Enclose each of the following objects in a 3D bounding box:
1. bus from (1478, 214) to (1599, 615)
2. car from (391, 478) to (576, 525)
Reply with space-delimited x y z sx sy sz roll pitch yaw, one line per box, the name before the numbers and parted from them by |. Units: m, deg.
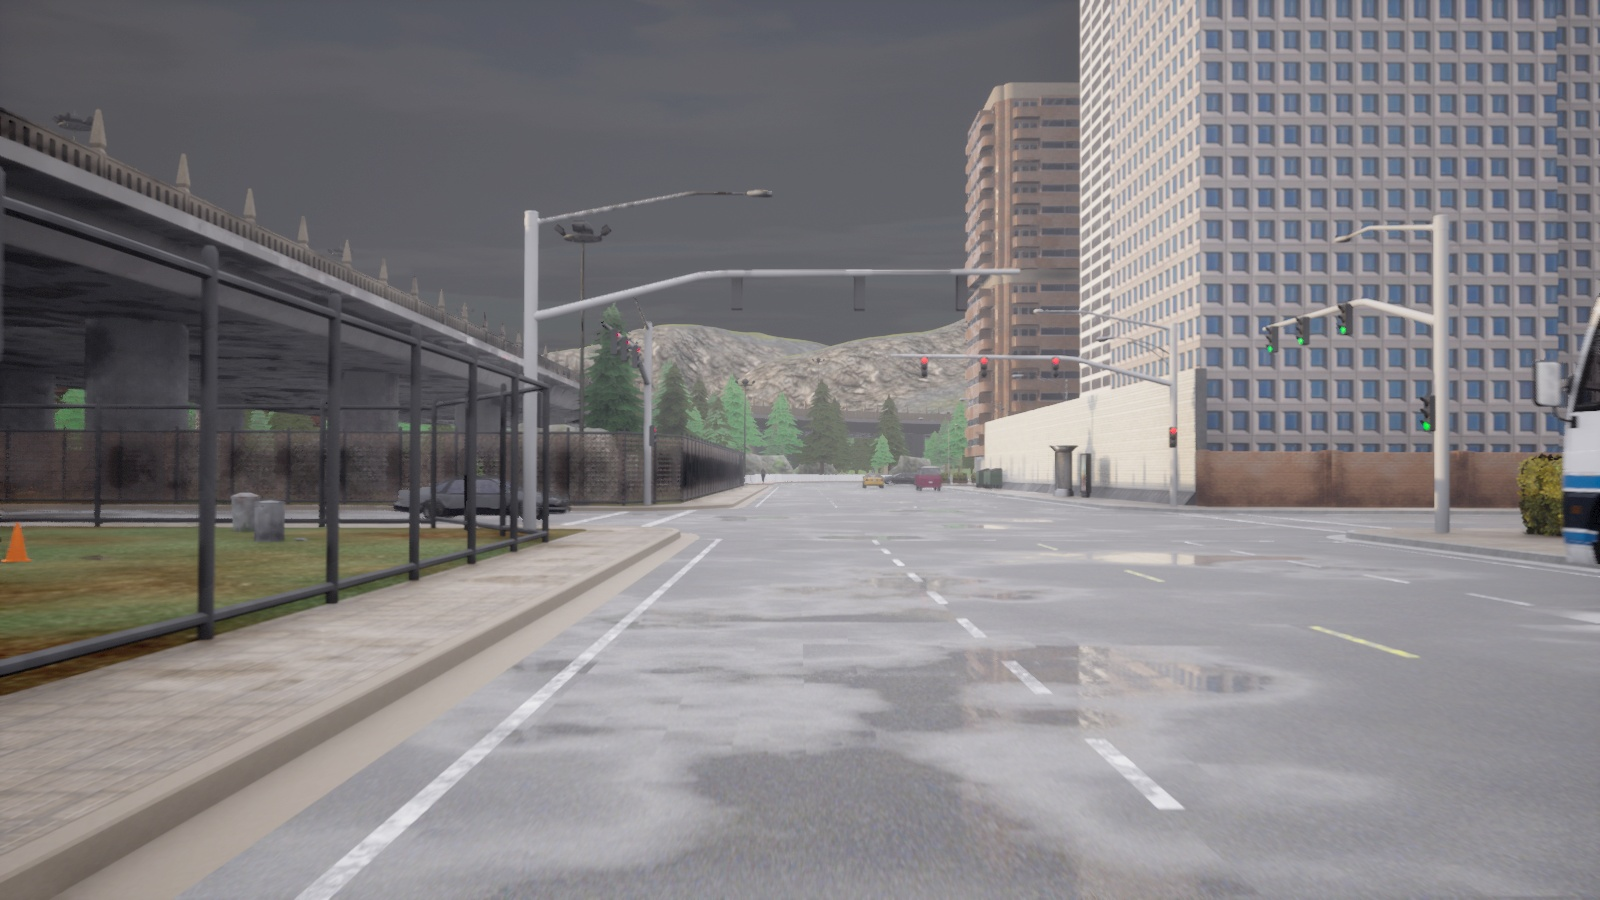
bus | 10.468 -0.427 10.540 3.944 4.253 10.273 0 -1 0
car | -9.990 1.626 39.938 5.357 1.411 2.033 0 -1 0
